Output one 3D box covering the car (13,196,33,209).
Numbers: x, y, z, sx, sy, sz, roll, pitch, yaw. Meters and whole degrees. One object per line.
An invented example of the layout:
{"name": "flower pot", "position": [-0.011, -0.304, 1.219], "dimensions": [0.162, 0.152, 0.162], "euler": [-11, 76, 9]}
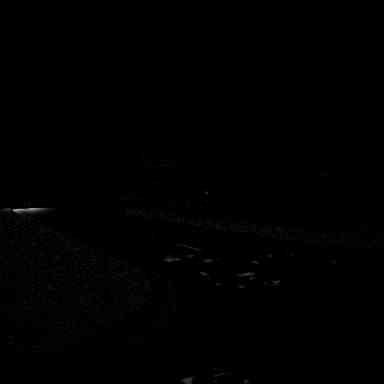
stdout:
{"name": "car", "position": [-22.390, 1.331, 43.965], "dimensions": [1.837, 1.490, 4.892], "euler": [-2, 2, -34]}
